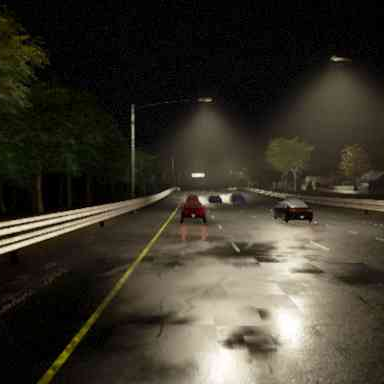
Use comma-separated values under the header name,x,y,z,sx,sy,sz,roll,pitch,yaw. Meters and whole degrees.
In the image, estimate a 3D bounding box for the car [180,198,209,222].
name,x,y,z,sx,sy,sz,roll,pitch,yaw
car,0.096,1.415,25.143,1.812,1.442,4.674,0,0,0

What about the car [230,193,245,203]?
name,x,y,z,sx,sy,sz,roll,pitch,yaw
car,7.091,0.935,52.422,1.882,1.535,5.008,0,2,0

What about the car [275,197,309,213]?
name,x,y,z,sx,sy,sz,roll,pitch,yaw
car,10.594,1.346,35.646,2.033,1.411,5.357,0,1,0

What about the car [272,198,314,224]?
name,x,y,z,sx,sy,sz,roll,pitch,yaw
car,7.097,1.392,23.827,2.128,1.511,4.902,0,0,0

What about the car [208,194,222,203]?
name,x,y,z,sx,sy,sz,roll,pitch,yaw
car,3.591,1.016,52.588,1.994,1.385,4.181,0,2,0

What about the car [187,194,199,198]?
name,x,y,z,sx,sy,sz,roll,pitch,yaw
car,0.093,1.081,48.853,1.812,1.442,4.674,0,2,0
